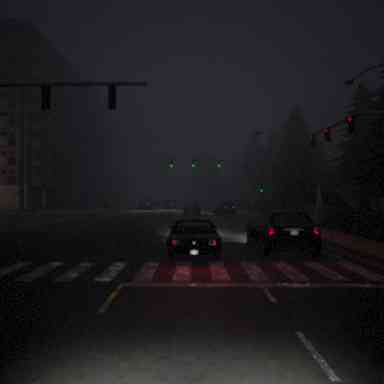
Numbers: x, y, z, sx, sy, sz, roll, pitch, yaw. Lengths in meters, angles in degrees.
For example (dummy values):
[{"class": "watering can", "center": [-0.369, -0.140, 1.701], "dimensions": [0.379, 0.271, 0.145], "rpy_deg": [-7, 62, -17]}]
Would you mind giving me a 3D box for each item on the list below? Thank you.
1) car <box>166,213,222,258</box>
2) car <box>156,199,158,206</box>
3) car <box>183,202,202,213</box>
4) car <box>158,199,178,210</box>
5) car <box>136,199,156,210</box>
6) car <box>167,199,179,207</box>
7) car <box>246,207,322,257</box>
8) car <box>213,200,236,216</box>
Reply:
[{"class": "car", "center": [0.071, 1.718, 13.206], "dimensions": [1.895, 1.301, 4.718], "rpy_deg": [0, 0, 0]}, {"class": "car", "center": [-7.253, 2.122, 65.466], "dimensions": [2.033, 1.411, 5.357], "rpy_deg": [0, 0, -6]}, {"class": "car", "center": [0.018, 1.816, 37.009], "dimensions": [2.128, 1.511, 4.902], "rpy_deg": [0, 0, 0]}, {"class": "car", "center": [-3.682, 1.811, 52.032], "dimensions": [2.097, 1.767, 4.553], "rpy_deg": [0, -1, 0]}, {"class": "car", "center": [-7.184, 1.800, 50.768], "dimensions": [2.097, 1.767, 4.553], "rpy_deg": [0, -1, 0]}, {"class": "car", "center": [-3.926, 2.133, 67.119], "dimensions": [2.033, 1.411, 5.357], "rpy_deg": [0, -1, -7]}, {"class": "car", "center": [3.569, 1.471, 13.705], "dimensions": [2.097, 1.767, 4.553], "rpy_deg": [0, -1, 0]}, {"class": "car", "center": [3.519, 1.673, 36.740], "dimensions": [2.097, 1.767, 4.553], "rpy_deg": [0, 0, 0]}]
